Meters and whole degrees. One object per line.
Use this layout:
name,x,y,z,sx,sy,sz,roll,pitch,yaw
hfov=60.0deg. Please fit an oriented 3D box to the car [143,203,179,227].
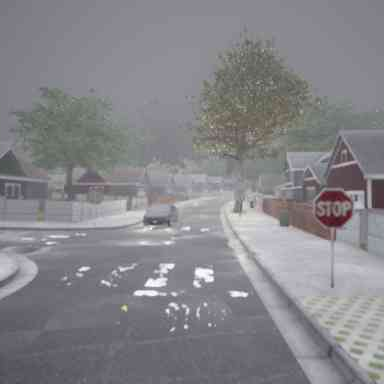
car,-2.096,1.557,23.616,1.882,1.535,5.008,0,1,6
